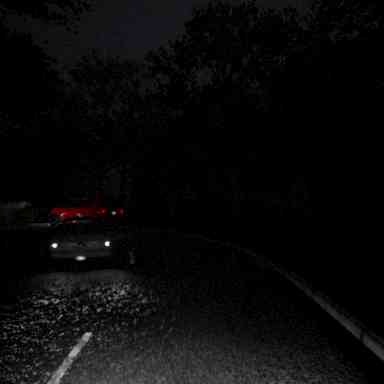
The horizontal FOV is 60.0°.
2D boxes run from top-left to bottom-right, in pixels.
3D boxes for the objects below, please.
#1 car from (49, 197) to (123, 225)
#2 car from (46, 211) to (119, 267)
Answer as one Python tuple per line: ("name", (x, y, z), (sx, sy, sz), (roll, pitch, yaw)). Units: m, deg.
("car", (-6.918, 1.389, 21.570), (5.566, 2.045, 2.150), (-1, -4, 35))
("car", (-3.812, 1.588, 11.687), (1.895, 1.301, 4.718), (1, 0, -17))
